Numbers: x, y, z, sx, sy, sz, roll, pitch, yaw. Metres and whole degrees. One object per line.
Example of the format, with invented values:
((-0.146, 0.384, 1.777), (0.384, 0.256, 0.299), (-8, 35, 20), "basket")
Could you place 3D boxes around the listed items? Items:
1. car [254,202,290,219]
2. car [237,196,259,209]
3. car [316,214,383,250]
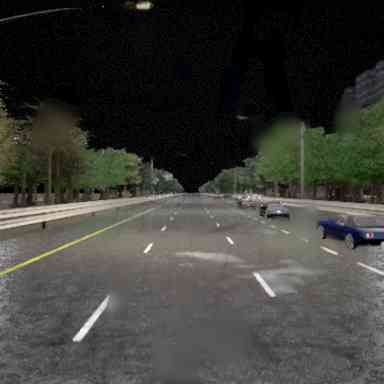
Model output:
((7.040, 1.568, 28.923), (1.994, 1.385, 4.181), (0, 0, 0), "car")
((7.086, 1.501, 44.142), (2.128, 1.511, 4.902), (0, 0, 0), "car")
((7.008, 1.602, 14.278), (1.895, 1.301, 4.718), (0, 0, 0), "car")
